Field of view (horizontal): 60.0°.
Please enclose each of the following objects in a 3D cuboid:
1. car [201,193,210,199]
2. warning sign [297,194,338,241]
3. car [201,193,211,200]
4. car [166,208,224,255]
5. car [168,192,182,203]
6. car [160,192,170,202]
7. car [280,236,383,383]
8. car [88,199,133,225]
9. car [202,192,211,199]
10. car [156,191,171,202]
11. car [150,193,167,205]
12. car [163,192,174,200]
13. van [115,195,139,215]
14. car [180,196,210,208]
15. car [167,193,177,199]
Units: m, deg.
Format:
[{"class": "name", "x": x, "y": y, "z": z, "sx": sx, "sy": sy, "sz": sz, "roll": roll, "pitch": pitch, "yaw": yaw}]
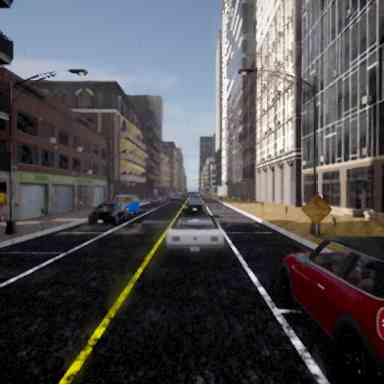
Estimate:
[{"class": "car", "x": 3.342, "y": 0.907, "z": 84.308, "sx": 2.008, "sy": 1.369, "sz": 4.403, "roll": 0, "pitch": 0, "yaw": 0}, {"class": "warning sign", "x": 5.173, "y": 1.005, "z": 13.799, "sx": 1.300, "sy": 1.860, "sz": 1.060, "roll": 0, "pitch": 0, "yaw": 0}, {"class": "car", "x": 3.256, "y": 0.962, "z": 73.181, "sx": 1.752, "sy": 1.417, "sz": 4.829, "roll": 0, "pitch": 0, "yaw": 0}, {"class": "car", "x": 0.137, "y": 1.498, "z": 12.740, "sx": 1.895, "sy": 1.301, "sz": 4.718, "roll": 0, "pitch": 0, "yaw": 1}, {"class": "car", "x": -2.594, "y": 1.090, "z": 58.541, "sx": 2.033, "sy": 1.411, "sz": 5.357, "roll": 0, "pitch": 0, "yaw": 1}, {"class": "car", "x": -5.257, "y": 1.142, "z": 56.131, "sx": 1.802, "sy": 1.307, "sz": 4.206, "roll": 0, "pitch": 0, "yaw": 0}, {"class": "car", "x": 2.729, "y": 1.397, "z": 5.230, "sx": 1.967, "sy": 1.590, "sz": 4.097, "roll": 0, "pitch": 0, "yaw": 0}, {"class": "car", "x": -5.520, "y": 1.388, "z": 22.242, "sx": 1.947, "sy": 1.339, "sz": 4.313, "roll": 0, "pitch": 0, "yaw": 0}, {"class": "car", "x": 3.299, "y": 0.837, "z": 78.658, "sx": 1.967, "sy": 1.590, "sz": 4.097, "roll": 0, "pitch": 0, "yaw": 0}, {"class": "car", "x": -5.213, "y": 0.834, "z": 61.778, "sx": 2.192, "sy": 1.841, "sz": 5.009, "roll": 0, "pitch": 0, "yaw": 0}, {"class": "car", "x": -5.301, "y": 1.183, "z": 50.483, "sx": 1.802, "sy": 1.307, "sz": 4.206, "roll": 0, "pitch": 0, "yaw": 0}, {"class": "car", "x": -5.125, "y": 0.877, "z": 73.075, "sx": 1.967, "sy": 1.590, "sz": 4.097, "roll": 0, "pitch": 0, "yaw": 0}, {"class": "van", "x": -5.475, "y": 1.118, "z": 27.889, "sx": 1.690, "sy": 1.788, "sz": 3.998, "roll": 0, "pitch": 0, "yaw": 0}, {"class": "car", "x": 0.266, "y": 1.337, "z": 28.498, "sx": 1.994, "sy": 1.385, "sz": 4.181, "roll": 0, "pitch": 1, "yaw": 1}, {"class": "car", "x": -5.038, "y": 0.906, "z": 84.372, "sx": 2.008, "sy": 1.369, "sz": 4.403, "roll": 0, "pitch": 0, "yaw": 0}]
